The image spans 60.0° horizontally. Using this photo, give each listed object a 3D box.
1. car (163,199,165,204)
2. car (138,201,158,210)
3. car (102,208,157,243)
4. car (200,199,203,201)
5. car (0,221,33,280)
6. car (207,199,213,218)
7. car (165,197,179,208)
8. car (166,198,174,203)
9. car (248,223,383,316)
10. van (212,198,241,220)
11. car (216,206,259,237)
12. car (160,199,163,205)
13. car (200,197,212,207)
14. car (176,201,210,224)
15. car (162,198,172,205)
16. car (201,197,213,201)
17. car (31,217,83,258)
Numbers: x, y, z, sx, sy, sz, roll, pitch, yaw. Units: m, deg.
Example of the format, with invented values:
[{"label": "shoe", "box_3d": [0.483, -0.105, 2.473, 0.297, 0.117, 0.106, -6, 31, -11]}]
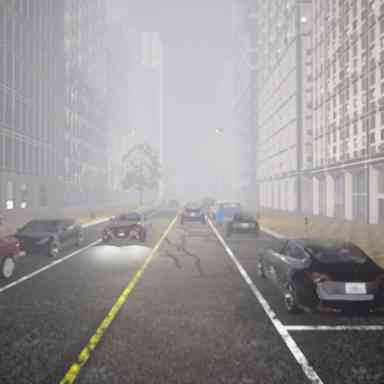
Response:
[{"label": "car", "box_3d": [-5.773, 2.093, 70.155, 2.008, 1.369, 4.403, 0, 0, 0]}, {"label": "car", "box_3d": [-5.738, 1.859, 41.524, 1.752, 1.417, 4.829, 0, 0, 0]}, {"label": "car", "box_3d": [-3.121, 1.704, 16.729, 1.994, 1.385, 4.181, 0, 0, 0]}, {"label": "car", "box_3d": [0.049, 1.902, 42.181, 1.994, 1.385, 4.181, 0, -1, 0]}, {"label": "car", "box_3d": [-5.697, 1.610, 7.539, 1.887, 1.381, 4.507, 0, 0, 0]}, {"label": "car", "box_3d": [2.657, 1.688, 30.310, 1.967, 1.590, 4.097, 0, 0, 0]}, {"label": "car", "box_3d": [-3.126, 1.935, 58.367, 1.882, 1.535, 5.008, 0, 0, 0]}, {"label": "car", "box_3d": [-5.793, 2.241, 87.230, 1.802, 1.307, 4.206, 0, 0, 0]}, {"label": "car", "box_3d": [2.684, 1.630, 7.541, 1.947, 1.339, 4.313, 0, 0, 0]}, {"label": "van", "box_3d": [2.664, 1.545, 24.620, 1.690, 1.788, 3.998, 0, 0, 0]}, {"label": "car", "box_3d": [2.670, 1.724, 18.925, 1.947, 1.339, 4.313, 0, 0, 0]}, {"label": "car", "box_3d": [-5.745, 1.928, 47.387, 2.008, 1.369, 4.403, 0, 0, 0]}, {"label": "car", "box_3d": [2.616, 1.816, 64.464, 2.192, 1.841, 5.009, 0, 0, 0]}, {"label": "car", "box_3d": [0.067, 1.727, 27.124, 2.163, 1.488, 4.792, 0, 0, 0]}, {"label": "car", "box_3d": [-5.780, 2.148, 75.848, 1.947, 1.339, 4.313, 0, 0, 0]}, {"label": "car", "box_3d": [2.630, 1.734, 53.079, 2.192, 1.841, 5.009, 0, 0, 0]}, {"label": "car", "box_3d": [-5.704, 1.678, 13.231, 1.947, 1.339, 4.313, 0, 0, 0]}]
